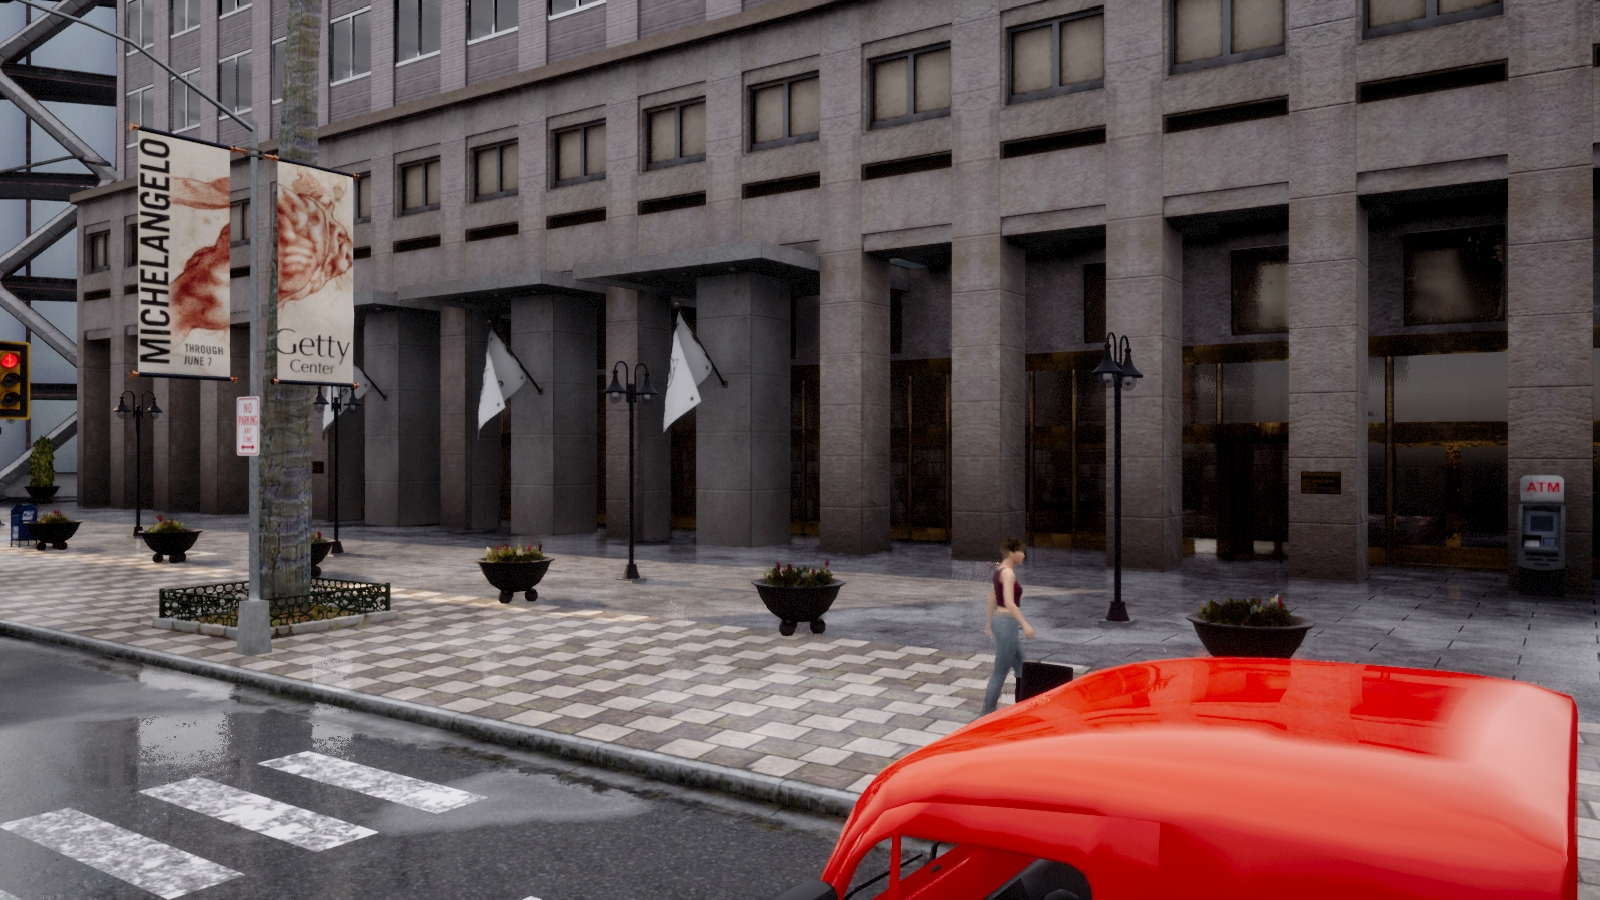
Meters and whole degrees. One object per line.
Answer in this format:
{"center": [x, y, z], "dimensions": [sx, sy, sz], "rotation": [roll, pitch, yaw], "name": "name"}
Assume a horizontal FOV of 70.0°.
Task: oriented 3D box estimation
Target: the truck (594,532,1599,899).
{"center": [2.439, 1.568, 2.094], "dimensions": [5.204, 2.467, 2.627], "rotation": [0, 0, 35], "name": "truck"}

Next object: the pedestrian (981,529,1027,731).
{"center": [1.935, 1.695, 10.847], "dimensions": [0.375, 1.860, 0.375], "rotation": [0, 0, 1], "name": "pedestrian"}
